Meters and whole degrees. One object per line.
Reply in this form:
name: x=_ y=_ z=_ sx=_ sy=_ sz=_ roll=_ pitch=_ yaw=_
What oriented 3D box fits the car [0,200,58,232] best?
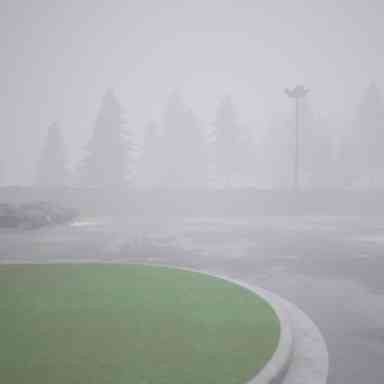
car: x=-10.625 y=1.410 z=18.822 sx=4.902 sy=1.511 sz=2.128 roll=0 pitch=0 yaw=-5

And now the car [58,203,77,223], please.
car: x=-10.287 y=1.475 z=22.368 sx=4.181 sy=1.385 sz=1.994 roll=0 pitch=0 yaw=-5

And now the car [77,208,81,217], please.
car: x=-11.185 y=1.405 z=25.800 sx=4.892 sy=1.490 sz=1.837 roll=0 pitch=0 yaw=-5
